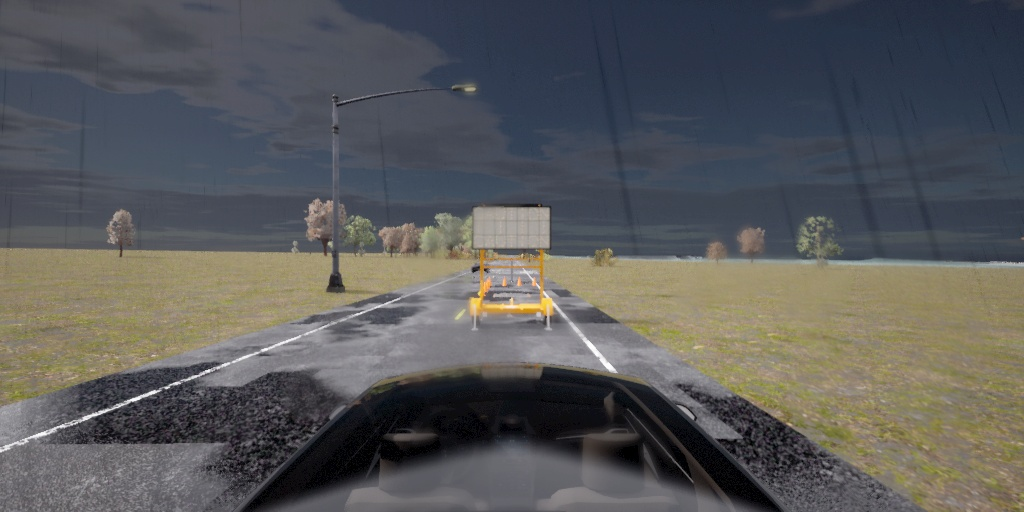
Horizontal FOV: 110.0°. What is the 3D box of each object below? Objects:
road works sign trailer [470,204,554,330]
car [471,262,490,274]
[{"bbox_3d":[-0.005,0.212,11.033,2.380,3.560,2.880,0,0,0],"label":"road works sign trailer"},{"bbox_3d":[-3.620,1.343,41.332,1.895,1.301,4.718,0,0,0],"label":"car"}]
